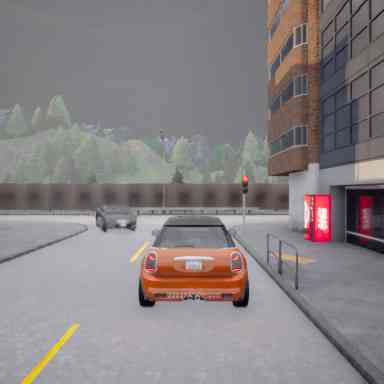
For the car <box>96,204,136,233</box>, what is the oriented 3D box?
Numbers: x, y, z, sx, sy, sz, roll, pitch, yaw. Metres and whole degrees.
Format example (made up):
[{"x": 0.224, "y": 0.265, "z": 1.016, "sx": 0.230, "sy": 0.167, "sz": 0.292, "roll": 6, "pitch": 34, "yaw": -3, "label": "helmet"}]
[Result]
[{"x": -4.617, "y": 1.491, "z": 20.082, "sx": 2.128, "sy": 1.511, "sz": 4.902, "roll": 1, "pitch": 0, "yaw": -23, "label": "car"}]

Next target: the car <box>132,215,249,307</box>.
[{"x": 0.045, "y": 1.352, "z": 8.155, "sx": 2.097, "sy": 1.767, "sz": 4.553, "roll": 0, "pitch": 0, "yaw": 0, "label": "car"}]
